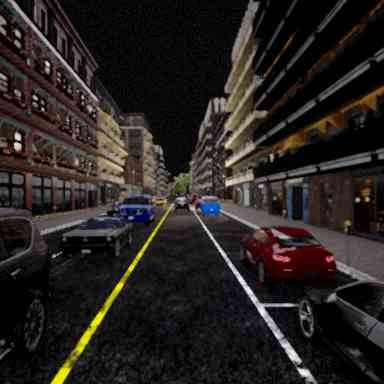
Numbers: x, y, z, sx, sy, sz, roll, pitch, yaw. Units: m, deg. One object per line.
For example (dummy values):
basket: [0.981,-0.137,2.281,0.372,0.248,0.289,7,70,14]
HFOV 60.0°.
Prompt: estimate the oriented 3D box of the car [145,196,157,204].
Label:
car: [-7.842,1.583,64.540,1.887,1.381,4.507,0,0,-2]

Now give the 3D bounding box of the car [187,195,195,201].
car: [-0.222,1.536,87.056,1.887,1.381,4.507,0,0,-2]

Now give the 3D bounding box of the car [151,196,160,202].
car: [-8.220,1.622,75.675,1.802,1.307,4.206,0,0,-2]

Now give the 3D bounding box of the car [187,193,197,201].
car: [-0.030,1.306,81.488,2.192,1.841,5.009,0,0,-2]

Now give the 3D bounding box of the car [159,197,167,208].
car: [-4.621,1.541,48.637,1.882,1.535,5.008,0,0,-2]

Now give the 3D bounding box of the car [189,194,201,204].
car: [0.537,1.303,64.783,2.192,1.841,5.009,0,0,-2]

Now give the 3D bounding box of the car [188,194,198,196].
car: [0.726,1.303,59.216,2.192,1.841,5.009,0,0,-2]

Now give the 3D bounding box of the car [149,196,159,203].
car: [-8.031,1.621,70.107,1.802,1.307,4.206,0,0,-2]

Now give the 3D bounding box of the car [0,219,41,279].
car: [-5.950,1.580,8.861,1.887,1.381,4.507,1,0,-2]

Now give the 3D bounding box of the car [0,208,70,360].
car: [-3.175,1.242,3.048,2.150,2.045,5.566,0,0,-2]

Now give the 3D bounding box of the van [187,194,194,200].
van: [-0.409,1.333,92.623,1.690,1.788,3.998,0,0,-2]

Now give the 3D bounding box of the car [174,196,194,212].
car: [-1.181,1.549,39.322,2.033,1.411,5.357,0,0,-3]

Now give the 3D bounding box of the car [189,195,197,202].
car: [0.151,1.515,76.089,1.752,1.417,4.829,0,0,-2]

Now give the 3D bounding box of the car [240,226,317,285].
car: [2.427,1.567,9.105,1.802,1.307,4.206,0,0,-2]

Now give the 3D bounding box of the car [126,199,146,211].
car: [-7.085,1.602,42.267,1.947,1.339,4.313,1,0,-2]

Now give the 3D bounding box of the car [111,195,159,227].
car: [-3.854,1.242,23.538,2.150,2.045,5.566,0,0,-1]

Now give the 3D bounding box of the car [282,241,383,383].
car: [2.616,1.551,3.537,1.947,1.339,4.313,0,0,-2]

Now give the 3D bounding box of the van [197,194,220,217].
van: [1.671,1.327,31.378,1.690,1.788,3.998,0,0,-2]

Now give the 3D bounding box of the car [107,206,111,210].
car: [-6.706,1.602,31.132,1.947,1.339,4.313,1,0,-2]

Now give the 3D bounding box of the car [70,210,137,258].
car: [-3.509,1.621,13.000,1.895,1.301,4.718,0,0,-2]

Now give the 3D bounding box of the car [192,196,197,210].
car: [1.292,1.531,42.512,1.887,1.381,4.507,0,0,-2]
